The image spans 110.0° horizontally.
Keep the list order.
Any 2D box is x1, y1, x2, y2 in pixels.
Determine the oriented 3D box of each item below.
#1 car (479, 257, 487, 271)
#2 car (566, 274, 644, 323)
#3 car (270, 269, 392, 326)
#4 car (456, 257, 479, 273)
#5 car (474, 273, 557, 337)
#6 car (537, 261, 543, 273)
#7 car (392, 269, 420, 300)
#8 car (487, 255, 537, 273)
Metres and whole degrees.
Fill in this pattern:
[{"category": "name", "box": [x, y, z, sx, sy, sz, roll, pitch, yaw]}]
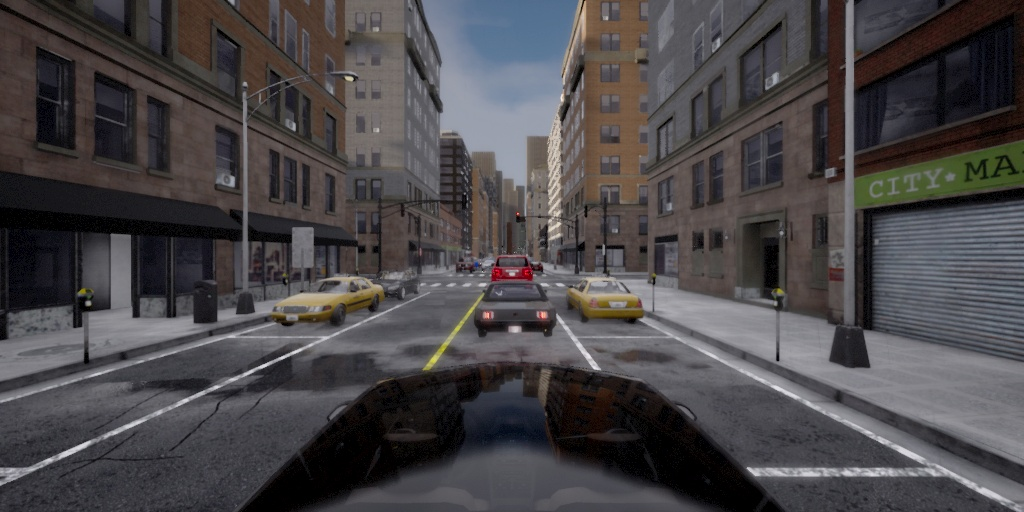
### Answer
[{"category": "car", "box": [-3.076, 1.282, 48.050, 1.812, 1.442, 4.674, 0, 0, 0]}, {"category": "car", "box": [2.861, 1.274, 11.983, 1.751, 1.417, 4.829, 0, 0, 0]}, {"category": "car", "box": [-5.664, 1.274, 11.647, 1.751, 1.417, 4.829, 0, 0, 0]}, {"category": "car", "box": [-5.651, 1.069, 44.116, 2.192, 1.841, 5.009, 0, 0, 0]}, {"category": "car", "box": [0.085, 1.350, 10.223, 1.895, 1.301, 4.718, 0, 0, 0]}, {"category": "car", "box": [2.874, 1.300, 44.112, 1.888, 1.381, 4.507, 0, 0, 0]}, {"category": "car", "box": [-5.662, 1.299, 17.342, 2.007, 1.370, 4.403, 0, 0, 0]}, {"category": "car", "box": [0.008, 0.970, 19.992, 2.150, 2.045, 5.566, 0, 0, 0]}]
